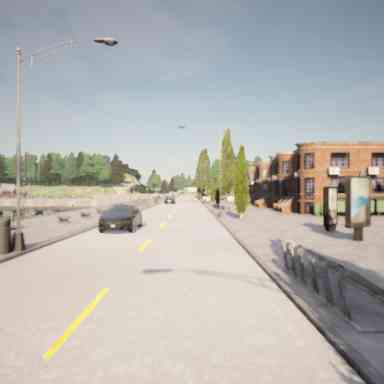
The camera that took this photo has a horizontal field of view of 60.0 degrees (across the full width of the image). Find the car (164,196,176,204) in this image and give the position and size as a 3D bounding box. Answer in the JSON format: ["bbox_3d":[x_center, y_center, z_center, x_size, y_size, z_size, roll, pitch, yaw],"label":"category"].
[{"bbox_3d":[-4.033,1.499,61.466,2.128,1.511,4.902,0,0,1],"label":"car"}]

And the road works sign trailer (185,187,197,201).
[{"bbox_3d":[-0.005,0.472,81.404,2.380,3.560,2.880,0,0,0],"label":"road works sign trailer"}]

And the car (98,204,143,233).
[{"bbox_3d":[-4.099,1.480,19.730,1.882,1.535,5.008,0,0,0],"label":"car"}]
